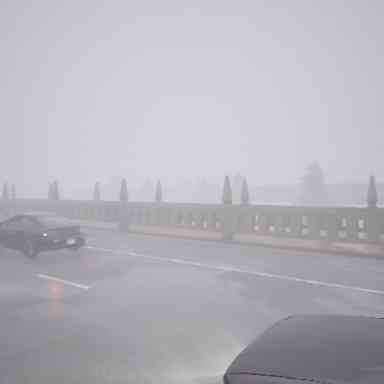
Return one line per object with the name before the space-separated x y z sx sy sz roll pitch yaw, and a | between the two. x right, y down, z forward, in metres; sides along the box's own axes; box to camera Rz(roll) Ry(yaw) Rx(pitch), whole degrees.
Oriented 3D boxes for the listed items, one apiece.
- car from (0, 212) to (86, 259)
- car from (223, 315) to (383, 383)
car | -5.881 1.459 12.324 4.674 1.442 1.812 0 0 35
car | 2.779 1.542 1.934 5.357 1.411 2.033 0 0 36
